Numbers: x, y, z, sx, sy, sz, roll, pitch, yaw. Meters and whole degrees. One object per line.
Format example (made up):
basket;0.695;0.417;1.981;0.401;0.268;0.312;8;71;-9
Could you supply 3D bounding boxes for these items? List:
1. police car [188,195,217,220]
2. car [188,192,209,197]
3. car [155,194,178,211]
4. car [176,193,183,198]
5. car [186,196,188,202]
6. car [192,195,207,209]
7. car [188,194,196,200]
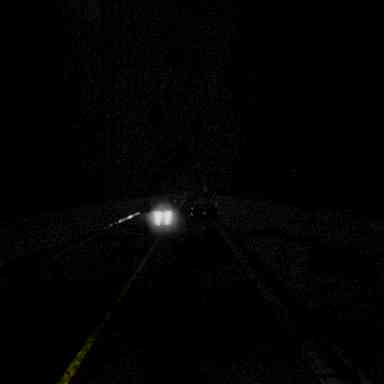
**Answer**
police car;0.886;1.277;26.186;1.930;1.638;5.238;0;0;0
car;0.880;1.027;36.105;2.150;2.045;5.566;0;0;0
car;-3.113;1.287;37.601;2.128;1.511;4.902;0;0;0
car;-3.042;0.861;78.654;1.882;1.535;5.008;0;0;0
car;-0.033;1.209;62.457;1.812;1.442;4.674;0;0;0
car;0.877;1.229;42.266;1.801;1.575;5.366;0;0;0
car;-0.042;1.123;77.488;1.895;1.301;4.718;0;0;0
